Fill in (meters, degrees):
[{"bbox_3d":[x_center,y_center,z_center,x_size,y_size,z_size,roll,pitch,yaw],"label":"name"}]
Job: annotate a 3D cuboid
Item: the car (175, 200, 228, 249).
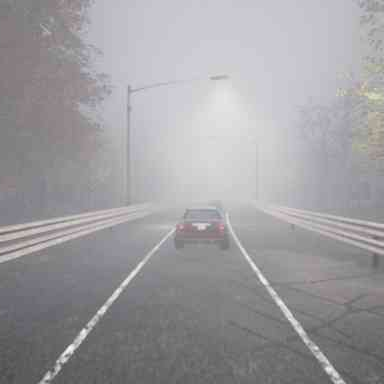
[{"bbox_3d":[0.476,1.411,14.983,2.097,1.767,4.553,0,0,3],"label":"car"}]
